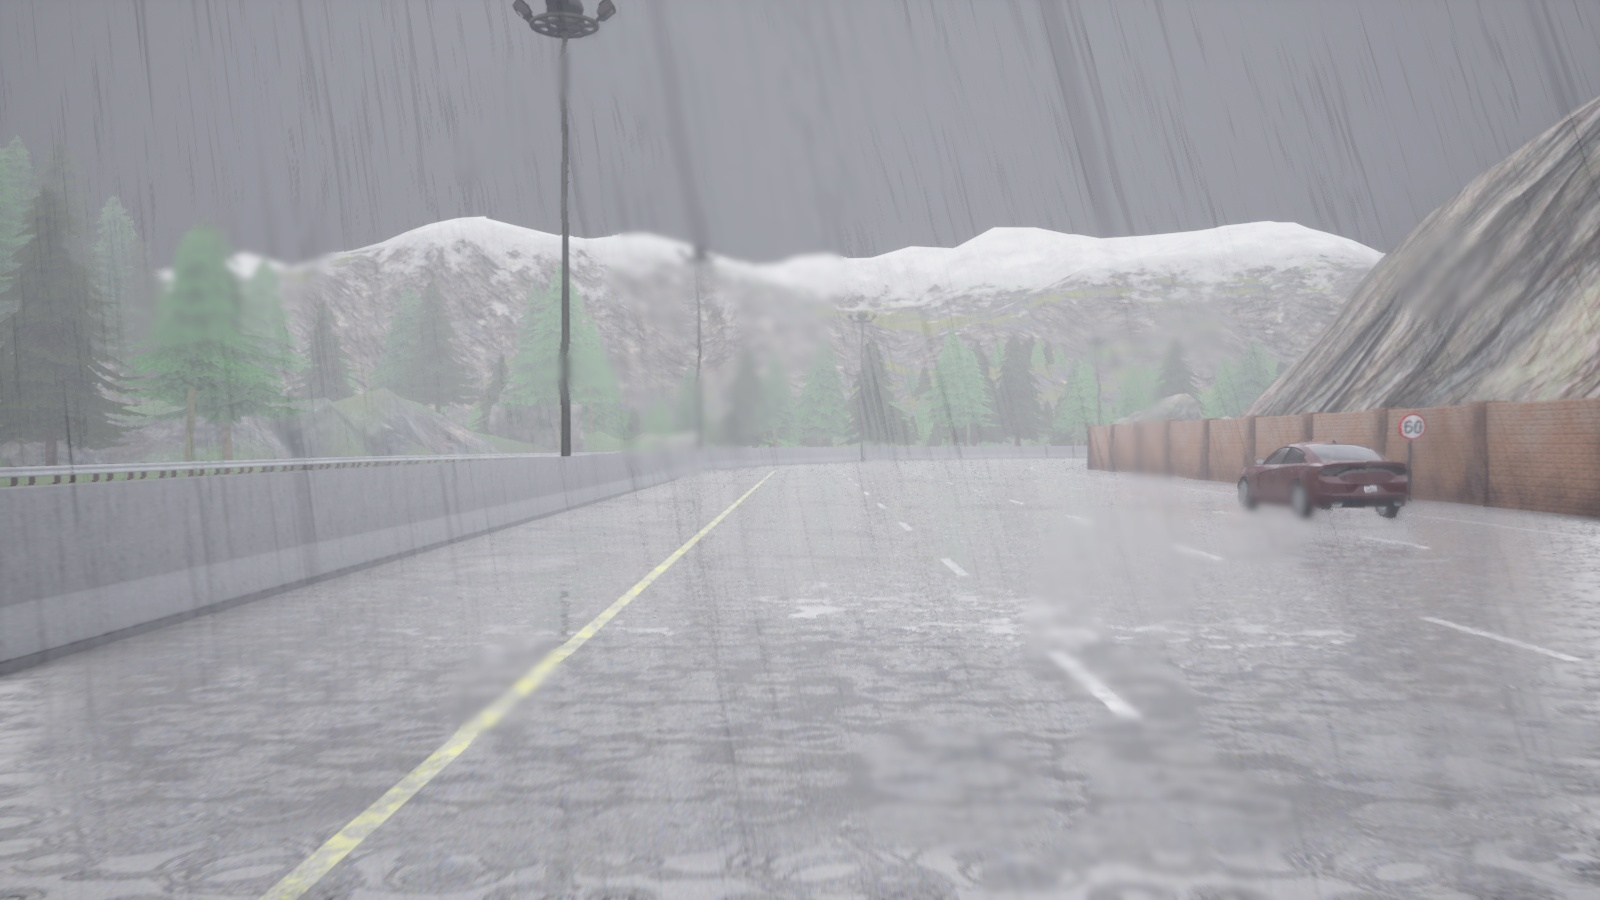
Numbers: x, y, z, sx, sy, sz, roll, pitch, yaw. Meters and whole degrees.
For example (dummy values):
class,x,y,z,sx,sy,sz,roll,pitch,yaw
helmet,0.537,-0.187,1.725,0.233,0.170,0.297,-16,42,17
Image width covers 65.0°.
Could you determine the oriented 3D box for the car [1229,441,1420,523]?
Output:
class,x,y,z,sx,sy,sz,roll,pitch,yaw
car,10.659,0.586,25.975,1.882,1.535,5.008,0,0,0
